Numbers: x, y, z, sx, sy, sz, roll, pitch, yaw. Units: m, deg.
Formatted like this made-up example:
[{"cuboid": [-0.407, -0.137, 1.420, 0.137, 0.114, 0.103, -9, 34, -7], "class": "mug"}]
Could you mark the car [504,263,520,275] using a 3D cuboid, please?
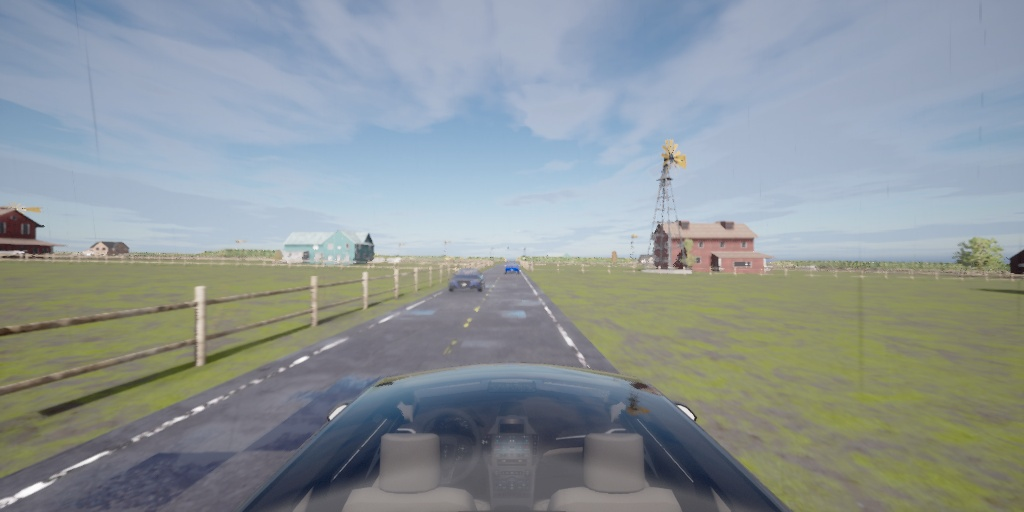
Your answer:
[{"cuboid": [0.019, 1.591, 46.723, 1.882, 1.535, 5.008, 0, 0, 0], "class": "car"}]

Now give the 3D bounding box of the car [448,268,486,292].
[{"cuboid": [-2.753, 1.480, 22.654, 1.994, 1.385, 4.181, 0, -1, 0], "class": "car"}]
